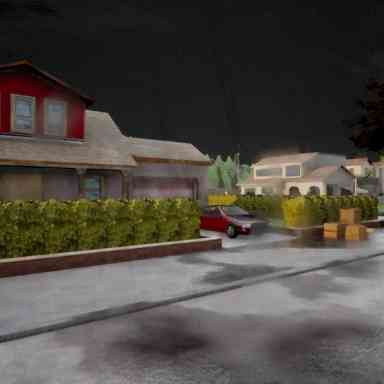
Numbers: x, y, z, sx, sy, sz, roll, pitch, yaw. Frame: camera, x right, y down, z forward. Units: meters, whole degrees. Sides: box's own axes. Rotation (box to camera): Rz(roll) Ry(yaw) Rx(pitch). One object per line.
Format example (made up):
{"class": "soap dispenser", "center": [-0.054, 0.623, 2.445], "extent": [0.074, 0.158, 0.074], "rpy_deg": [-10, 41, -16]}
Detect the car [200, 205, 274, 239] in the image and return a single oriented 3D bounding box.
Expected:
{"class": "car", "center": [1.536, 1.356, 16.530], "extent": [2.033, 1.415, 5.357], "rpy_deg": [0, 0, -33]}
